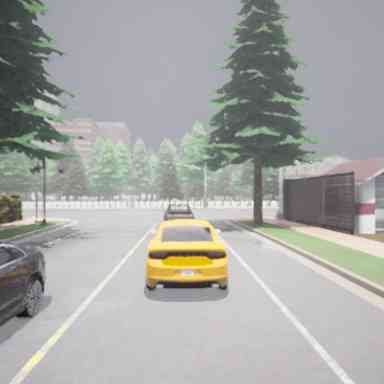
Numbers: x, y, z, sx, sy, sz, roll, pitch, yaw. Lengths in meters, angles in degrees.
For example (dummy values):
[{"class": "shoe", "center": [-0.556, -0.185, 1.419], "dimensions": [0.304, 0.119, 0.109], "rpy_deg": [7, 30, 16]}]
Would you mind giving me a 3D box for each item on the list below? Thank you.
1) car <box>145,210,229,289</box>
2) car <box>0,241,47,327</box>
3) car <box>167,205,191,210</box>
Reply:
[{"class": "car", "center": [-0.169, 1.497, 9.245], "dimensions": [1.882, 1.535, 5.008], "rpy_deg": [0, 0, -2]}, {"class": "car", "center": [-3.712, 1.502, 4.599], "dimensions": [2.128, 1.511, 4.902], "rpy_deg": [0, 0, -1]}, {"class": "car", "center": [-0.851, 1.536, 21.102], "dimensions": [2.128, 1.511, 4.902], "rpy_deg": [0, 0, -4]}]
